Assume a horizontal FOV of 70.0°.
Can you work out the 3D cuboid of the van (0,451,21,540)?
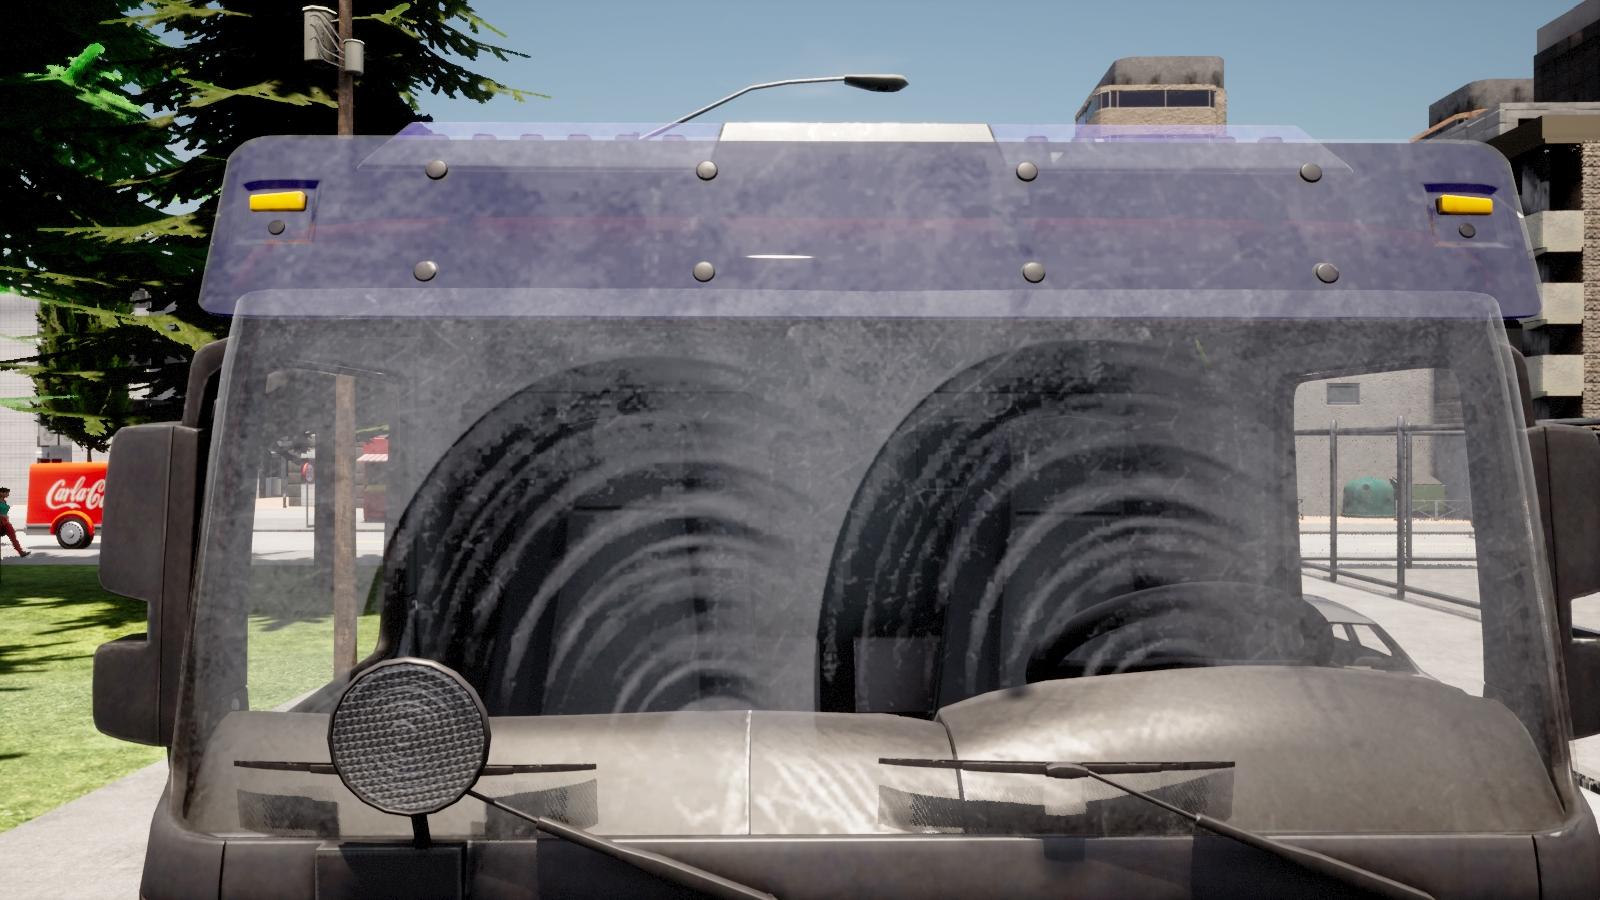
[{"bbox_3d":[-26.241,1.313,33.169,5.915,2.561,1.988,0,0,2],"label":"van"}]

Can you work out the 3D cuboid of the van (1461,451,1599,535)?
[{"bbox_3d":[24.242,1.314,35.747,5.915,2.561,1.988,0,0,1],"label":"van"}]

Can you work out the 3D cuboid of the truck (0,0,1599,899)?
[{"bbox_3d":[0.092,0.670,5.580,2.891,3.827,8.468,0,0,-1],"label":"truck"}]

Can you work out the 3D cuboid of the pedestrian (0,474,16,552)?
[{"bbox_3d":[-19.316,1.523,27.682,0.375,1.860,0.375,0,0,2],"label":"pedestrian"}]

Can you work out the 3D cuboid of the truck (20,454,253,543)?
[{"bbox_3d":[-19.012,1.348,32.943,5.204,2.467,2.627,0,0,1],"label":"truck"}]
